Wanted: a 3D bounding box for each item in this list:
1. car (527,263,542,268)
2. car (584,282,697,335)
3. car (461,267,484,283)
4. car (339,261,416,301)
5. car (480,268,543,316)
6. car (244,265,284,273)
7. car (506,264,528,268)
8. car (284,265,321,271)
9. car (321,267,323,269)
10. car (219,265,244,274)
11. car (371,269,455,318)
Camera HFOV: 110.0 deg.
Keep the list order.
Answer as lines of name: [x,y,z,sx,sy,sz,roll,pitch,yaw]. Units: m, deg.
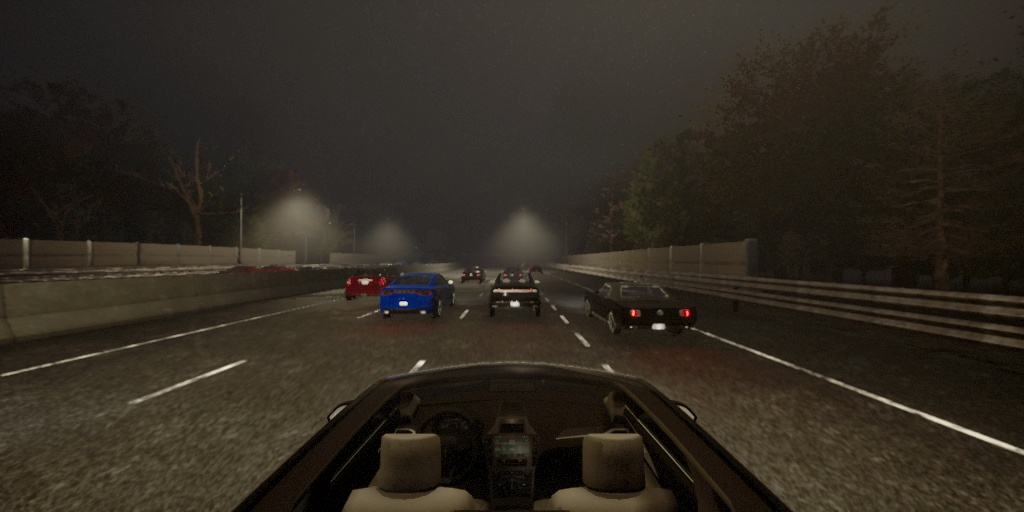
car: [3.487,1.891,53.534,1.812,1.442,4.674,0,-1,0]
car: [3.530,1.445,10.914,1.895,1.301,4.718,0,-1,-1]
car: [-3.408,1.664,32.325,2.033,1.411,5.357,0,-1,0]
car: [-6.905,1.306,18.980,2.097,1.767,4.553,0,-1,0]
car: [0.097,1.388,14.105,2.128,1.511,4.902,0,-1,0]
car: [-24.600,1.649,36.953,1.882,1.535,5.008,0,-1,0]
car: [0.090,1.664,32.333,2.033,1.411,5.357,0,-1,0]
car: [-21.098,1.702,37.307,1.812,1.442,4.674,0,-1,0]
car: [-17.604,1.734,38.135,2.033,1.411,5.357,0,-1,0]
car: [-28.096,1.702,37.334,1.812,1.442,4.674,0,-1,0]
car: [-3.400,1.369,13.716,1.882,1.535,5.008,0,-1,0]
